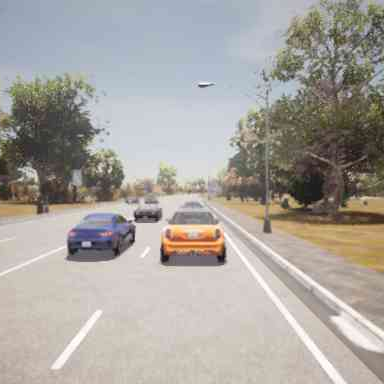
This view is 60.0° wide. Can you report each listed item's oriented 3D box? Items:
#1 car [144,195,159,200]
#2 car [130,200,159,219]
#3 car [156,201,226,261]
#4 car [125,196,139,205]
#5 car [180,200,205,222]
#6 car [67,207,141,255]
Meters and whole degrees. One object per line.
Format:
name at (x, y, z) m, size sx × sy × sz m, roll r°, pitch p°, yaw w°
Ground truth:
car at (-7.021, 1.329, 57.749) m, size 2.097 × 1.767 × 4.553 m, roll 0°, pitch 0°, yaw 1°
car at (-3.448, 1.606, 26.947) m, size 1.895 × 1.301 × 4.718 m, roll 0°, pitch 0°, yaw 1°
car at (0.051, 1.367, 12.487) m, size 2.097 × 1.767 × 4.553 m, roll 0°, pitch 0°, yaw 0°
car at (-10.507, 1.467, 58.794) m, size 2.128 × 1.511 × 4.902 m, roll 0°, pitch 0°, yaw 1°
car at (0.059, 1.510, 27.587) m, size 1.837 × 1.490 × 4.892 m, roll 0°, pitch 0°, yaw 1°
car at (-3.444, 1.541, 13.240) m, size 1.812 × 1.442 × 4.674 m, roll 0°, pitch 0°, yaw 1°
